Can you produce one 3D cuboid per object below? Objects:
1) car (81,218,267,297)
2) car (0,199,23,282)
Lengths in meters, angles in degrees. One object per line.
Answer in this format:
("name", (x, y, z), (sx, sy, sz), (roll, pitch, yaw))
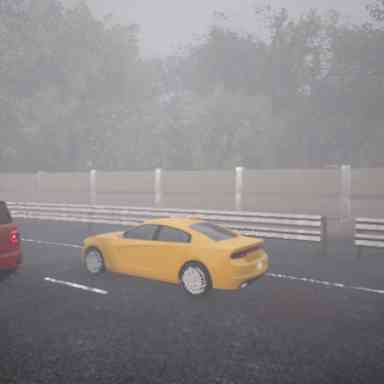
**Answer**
("car", (-0.650, 1.384, 8.388), (5.008, 1.535, 1.882), (1, 1, 33))
("car", (-6.371, 1.087, 7.778), (5.566, 2.045, 2.150), (1, 1, 30))
